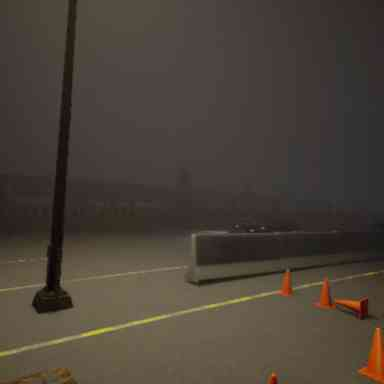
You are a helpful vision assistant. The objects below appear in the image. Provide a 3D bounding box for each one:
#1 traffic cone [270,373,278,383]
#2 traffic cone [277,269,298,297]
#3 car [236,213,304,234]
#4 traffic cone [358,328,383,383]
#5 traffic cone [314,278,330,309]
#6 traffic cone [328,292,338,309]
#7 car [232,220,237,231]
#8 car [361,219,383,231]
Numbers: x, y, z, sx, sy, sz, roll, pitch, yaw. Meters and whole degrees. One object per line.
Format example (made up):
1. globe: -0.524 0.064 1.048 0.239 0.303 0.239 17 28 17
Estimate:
1. traffic cone: 0.765 1.999 3.107 0.340 0.580 0.340 1 -1 -36
2. traffic cone: 2.269 2.118 7.871 0.340 0.580 0.340 3 -2 -36
3. car: 5.228 2.248 21.179 4.181 1.385 1.994 4 -2 -36
4. traffic cone: 2.391 2.049 4.273 0.340 0.580 0.340 2 -1 -36
5. traffic cone: 2.851 2.117 7.060 0.340 0.580 0.340 3 -2 -36
6. traffic cone: 3.123 2.232 6.597 0.340 0.340 0.580 3 -2 -40
7. car: 5.174 2.348 25.448 4.674 1.442 1.812 4 -2 -36
8. car: 13.503 2.602 22.806 4.892 1.490 1.837 4 -3 -36
